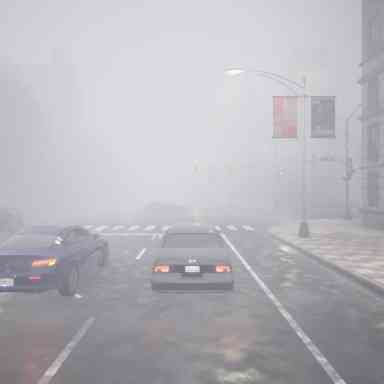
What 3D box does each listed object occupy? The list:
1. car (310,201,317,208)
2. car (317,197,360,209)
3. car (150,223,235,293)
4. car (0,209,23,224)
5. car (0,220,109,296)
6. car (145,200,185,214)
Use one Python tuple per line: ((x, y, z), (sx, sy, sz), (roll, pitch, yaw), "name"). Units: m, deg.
((19.011, 1.505, 46.242), (4.892, 1.490, 1.837), (0, 0, 0), "car")
((19.033, 1.526, 42.749), (4.674, 1.442, 1.812), (0, 0, 0), "car")
((0.002, 1.547, 8.986), (2.033, 1.411, 5.357), (0, 0, 0), "car")
((-10.560, 1.547, 16.785), (2.033, 1.411, 5.357), (0, 0, 1), "car")
((-3.496, 1.526, 8.536), (1.812, 1.442, 4.674), (0, 0, 0), "car")
((-2.780, 1.564, 34.457), (4.181, 1.385, 1.994), (0, 0, 0), "car")
